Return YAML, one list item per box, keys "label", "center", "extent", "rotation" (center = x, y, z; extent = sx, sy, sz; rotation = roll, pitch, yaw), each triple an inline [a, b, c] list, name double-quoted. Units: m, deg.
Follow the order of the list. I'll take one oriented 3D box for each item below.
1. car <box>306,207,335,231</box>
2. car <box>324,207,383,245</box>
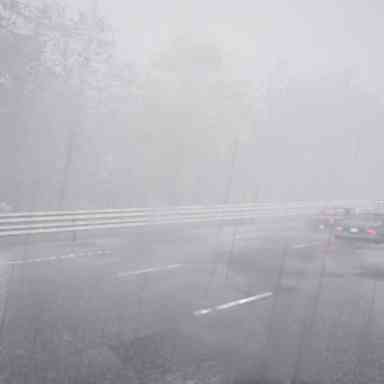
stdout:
- label: "car"
  center: [8.499, 1.491, 18.434]
  extent: [4.718, 1.301, 1.895]
  rotation: [0, 0, -35]
- label: "car"
  center: [8.106, 1.457, 13.868]
  extent: [5.357, 1.411, 2.033]
  rotation: [0, 0, -35]
